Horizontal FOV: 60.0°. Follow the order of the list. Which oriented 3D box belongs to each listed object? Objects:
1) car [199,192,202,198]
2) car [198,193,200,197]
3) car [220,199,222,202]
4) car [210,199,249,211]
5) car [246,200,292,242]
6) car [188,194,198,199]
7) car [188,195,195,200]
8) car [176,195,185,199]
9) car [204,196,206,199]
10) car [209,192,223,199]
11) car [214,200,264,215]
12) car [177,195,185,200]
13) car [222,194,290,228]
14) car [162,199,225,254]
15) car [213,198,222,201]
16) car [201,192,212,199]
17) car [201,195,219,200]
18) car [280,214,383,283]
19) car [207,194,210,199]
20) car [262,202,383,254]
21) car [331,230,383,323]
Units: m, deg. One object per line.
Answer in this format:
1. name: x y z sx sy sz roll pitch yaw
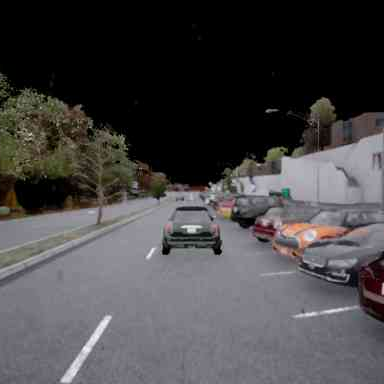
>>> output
1. car: 4.967 1.457 65.590 5.566 2.045 2.435 1 1 -20
2. car: 4.932 1.559 89.613 4.792 1.488 2.163 1 1 -20
3. car: 5.215 1.542 26.647 5.366 1.575 1.946 1 -1 -20
4. car: 5.020 1.712 44.585 4.674 1.452 2.002 1 0 -20
5. car: 5.028 1.369 14.570 4.553 1.767 2.185 1 0 -20
6. car: -0.103 1.621 82.142 1.812 1.442 4.674 0 0 0
7. car: -0.116 1.435 92.180 1.994 1.385 4.181 0 0 0
8. car: -3.104 1.616 83.335 1.812 1.442 4.674 0 0 0
9. car: 5.031 1.744 53.610 4.792 1.488 2.163 1 0 -20
10. car: 5.013 1.329 32.567 5.566 2.045 2.435 1 0 -20
11. car: 5.003 1.631 35.568 4.792 1.488 2.163 1 0 -20
12. car: -3.118 1.491 93.373 1.994 1.385 4.181 0 0 0
13. car: 5.077 1.263 20.597 5.566 2.045 2.435 1 -1 -20
14. car: -0.012 1.360 13.687 2.097 1.767 4.553 0 0 0
15. car: 4.863 1.554 29.513 5.366 1.575 1.946 1 0 -20
16. car: 5.030 1.469 56.609 5.566 2.045 2.435 1 0 -20
17. car: 4.949 1.546 92.631 4.674 1.452 2.002 1 0 -20
18. car: 5.073 1.488 8.574 4.892 1.521 2.231 1 0 -20
19. car: 5.046 1.565 47.597 4.553 1.767 2.185 1 0 -20
20. car: 5.095 1.365 11.584 4.553 1.767 2.185 1 0 -20
21. car: 5.094 1.514 5.590 4.792 1.488 2.163 1 0 -20
